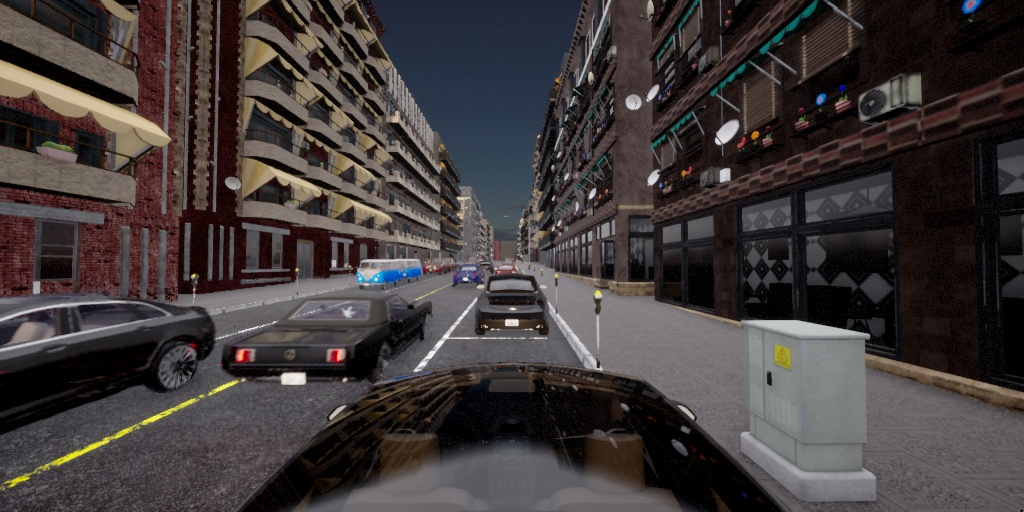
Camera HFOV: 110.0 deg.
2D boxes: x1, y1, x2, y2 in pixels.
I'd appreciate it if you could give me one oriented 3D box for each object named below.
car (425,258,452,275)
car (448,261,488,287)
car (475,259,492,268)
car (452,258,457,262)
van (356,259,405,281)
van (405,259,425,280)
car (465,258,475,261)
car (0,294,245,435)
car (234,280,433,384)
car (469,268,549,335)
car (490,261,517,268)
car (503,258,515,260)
[{"bbox_3d":[-8.338,1.115,39.194,2.192,1.841,5.009,0,0,0],"label":"car"},{"bbox_3d":[-2.922,1.296,24.787,1.812,1.442,4.674,0,0,0],"label":"car"},{"bbox_3d":[-3.024,1.312,42.444,1.837,1.490,4.892,0,0,0],"label":"car"},{"bbox_3d":[-8.338,1.128,44.724,2.192,1.841,5.009,0,0,0],"label":"car"},{"bbox_3d":[-8.336,1.108,22.602,1.690,1.789,3.998,0,0,0],"label":"van"},{"bbox_3d":[-8.337,1.118,28.133,1.690,1.789,3.998,0,0,0],"label":"van"},{"bbox_3d":[-5.775,1.414,48.645,2.033,1.411,5.357,0,0,0],"label":"car"},{"bbox_3d":[-5.872,1.243,3.955,2.128,1.511,4.902,0,0,0],"label":"car"},{"bbox_3d":[-2.920,1.354,7.023,1.895,1.301,4.718,0,0,0],"label":"car"},{"bbox_3d":[-0.001,1.259,10.503,1.837,1.490,4.892,0,0,0],"label":"car"},{"bbox_3d":[-0.454,1.322,28.072,1.888,1.381,4.507,0,0,0],"label":"car"},{"bbox_3d":[-0.448,1.240,39.134,1.967,1.591,4.097,0,0,0],"label":"car"}]
